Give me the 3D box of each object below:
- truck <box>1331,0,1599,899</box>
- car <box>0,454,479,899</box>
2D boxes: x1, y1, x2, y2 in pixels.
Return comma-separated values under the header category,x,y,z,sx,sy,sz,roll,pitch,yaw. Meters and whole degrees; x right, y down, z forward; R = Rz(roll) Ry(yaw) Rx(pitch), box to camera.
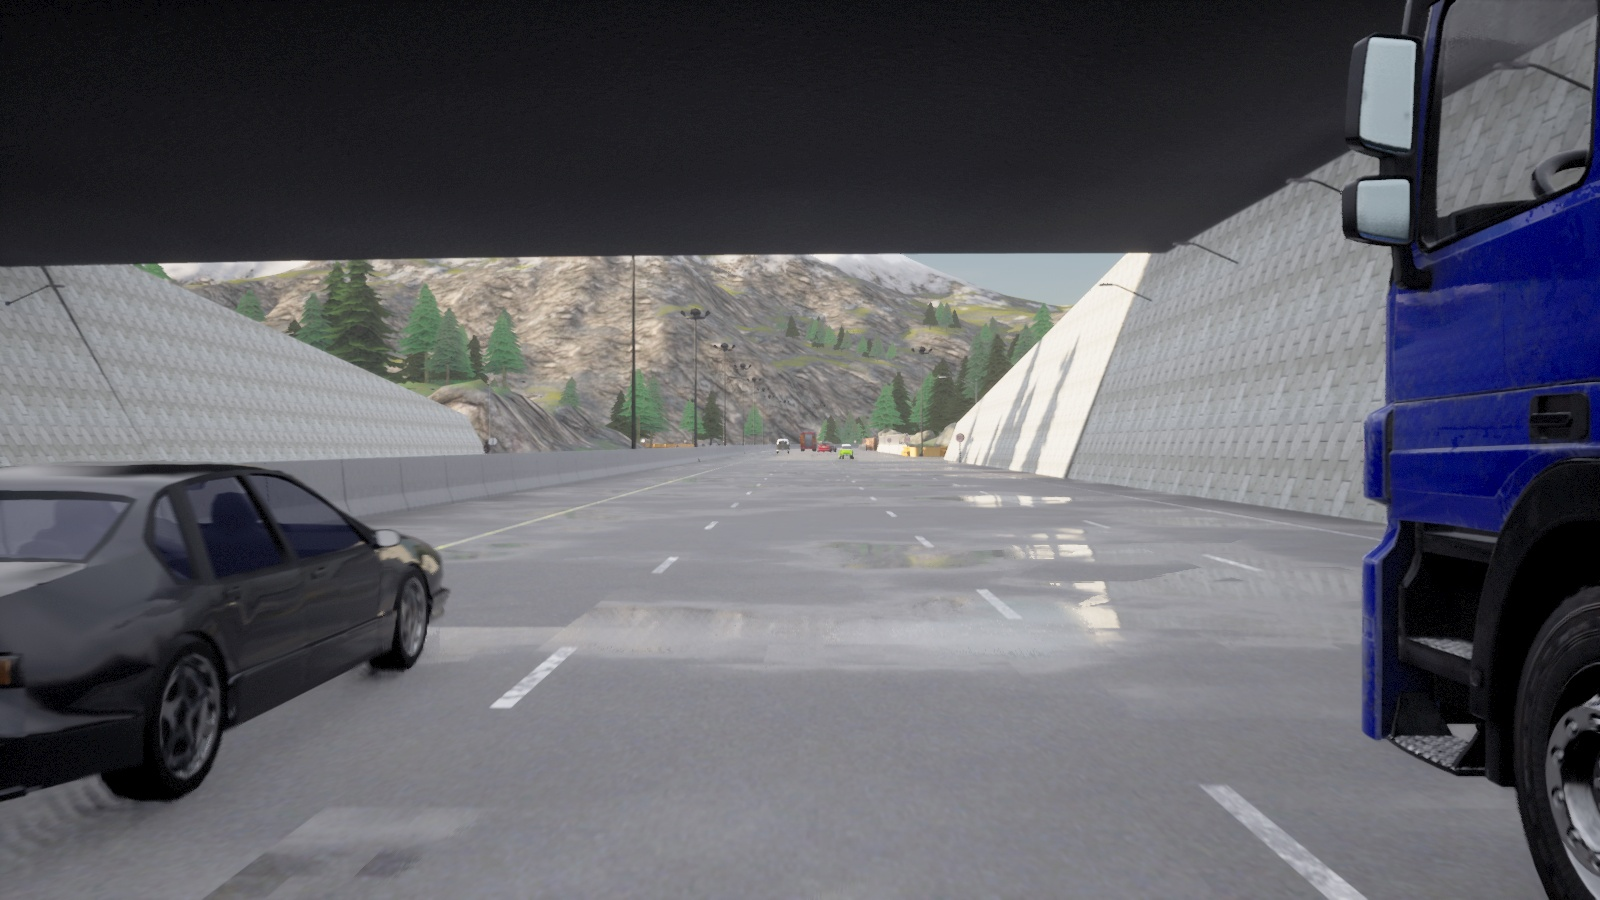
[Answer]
category,x,y,z,sx,sy,sz,roll,pitch,yaw
truck,3.522,-0.238,0.979,2.891,3.462,7.936,0,0,0
car,-3.446,0.753,6.762,2.033,1.411,5.357,0,0,0
